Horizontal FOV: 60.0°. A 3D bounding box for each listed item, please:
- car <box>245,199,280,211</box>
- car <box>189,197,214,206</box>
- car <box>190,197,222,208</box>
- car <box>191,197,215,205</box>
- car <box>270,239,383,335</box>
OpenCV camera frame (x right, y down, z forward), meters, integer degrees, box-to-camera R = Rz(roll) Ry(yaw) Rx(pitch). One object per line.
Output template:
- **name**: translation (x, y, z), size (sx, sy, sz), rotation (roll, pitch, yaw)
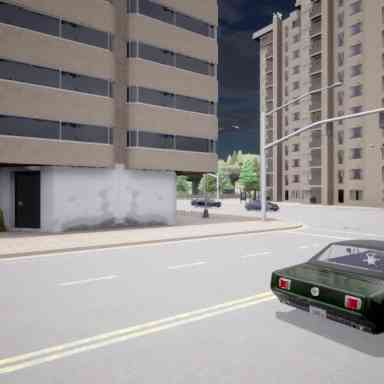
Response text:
- **car**: translation (8.141, 1.564, 38.904), size (1.994, 1.385, 4.181), rotation (0, 0, -36)
- **car**: translation (1.509, 1.564, 54.342), size (1.994, 1.385, 4.181), rotation (0, 0, -36)
- **car**: translation (2.138, 1.601, 47.211), size (1.895, 1.301, 4.718), rotation (0, 0, -36)
- **car**: translation (1.858, 1.601, 59.890), size (1.895, 1.301, 4.718), rotation (0, 0, -35)
- **car**: translation (3.798, 1.601, 6.484), size (4.718, 1.301, 1.895), rotation (0, 0, -35)
